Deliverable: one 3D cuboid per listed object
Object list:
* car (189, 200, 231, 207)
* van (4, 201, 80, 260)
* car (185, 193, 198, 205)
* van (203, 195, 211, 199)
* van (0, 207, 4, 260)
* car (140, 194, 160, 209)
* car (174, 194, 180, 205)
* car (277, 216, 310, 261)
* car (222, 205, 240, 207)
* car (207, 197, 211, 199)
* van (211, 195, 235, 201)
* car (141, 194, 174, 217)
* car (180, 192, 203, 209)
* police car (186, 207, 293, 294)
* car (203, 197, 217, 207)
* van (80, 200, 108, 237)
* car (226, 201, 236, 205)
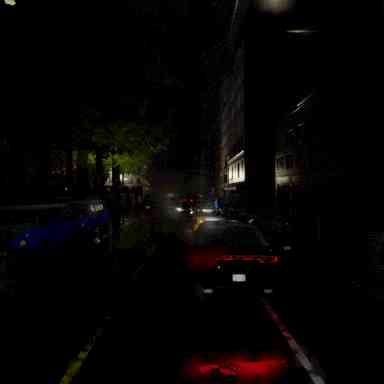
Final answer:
[{"bbox_3d":[0.876,1.448,18.973,1.801,1.575,5.366,0,0,0],"label":"car"},{"bbox_3d":[-5.686,1.338,12.117,1.690,1.788,3.998,0,0,0],"label":"van"},{"bbox_3d":[-0.074,1.159,59.370,2.150,2.045,5.566,0,0,0],"label":"car"},{"bbox_3d":[2.798,1.302,46.115,1.690,1.788,3.998,0,0,0],"label":"van"},{"bbox_3d":[-5.678,1.340,6.459,1.690,1.788,3.998,0,0,0],"label":"van"},{"bbox_3d":[-5.726,1.276,46.064,2.192,1.841,5.009,0,0,0],"label":"car"},{"bbox_3d":[-3.070,1.470,55.800,1.812,1.442,4.674,0,0,0],"label":"car"},{"bbox_3d":[2.841,1.541,12.153,1.887,1.381,4.507,0,0,0],"label":"car"},{"bbox_3d":[2.834,1.575,17.813,1.802,1.307,4.206,0,0,0],"label":"car"},{"bbox_3d":[2.813,1.522,34.795,1.887,1.381,4.507,0,0,0],"label":"car"},{"bbox_3d":[2.819,1.324,29.134,1.690,1.788,3.998,0,0,0],"label":"van"},{"bbox_3d":[-3.138,1.333,31.244,2.097,1.767,4.553,0,0,0],"label":"car"},{"bbox_3d":[-0.053,1.185,44.775,2.150,2.045,5.566,0,0,0],"label":"car"},{"bbox_3d":[0.889,1.423,8.893,1.930,1.638,5.238,0,0,0],"label":"police car"},{"bbox_3d":[2.792,1.518,51.776,1.947,1.339,4.313,0,0,0],"label":"car"},{"bbox_3d":[-5.692,1.334,17.775,1.690,1.788,3.998,0,0,0],"label":"van"},{"bbox_3d":[2.826,1.570,23.474,1.802,1.307,4.206,0,0,0],"label":"car"}]
